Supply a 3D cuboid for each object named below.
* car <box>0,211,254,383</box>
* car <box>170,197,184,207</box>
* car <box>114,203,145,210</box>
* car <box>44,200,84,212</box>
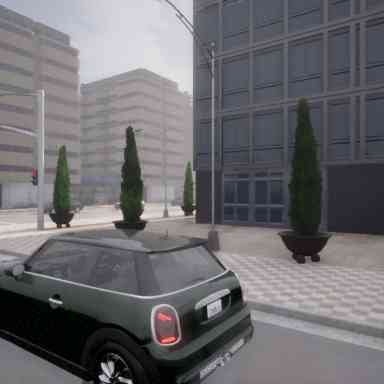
[{"bbox_3d":[-1.472,1.352,5.043,4.553,1.767,2.097,0,0,35],"label":"car"},{"bbox_3d":[-1.576,1.561,53.688,1.837,1.490,4.892,0,0,35],"label":"car"},{"bbox_3d":[-8.198,1.581,44.321,1.812,1.442,4.674,0,0,35],"label":"car"},{"bbox_3d":[-14.093,1.560,35.981,1.837,1.490,4.892,0,0,35],"label":"car"}]
